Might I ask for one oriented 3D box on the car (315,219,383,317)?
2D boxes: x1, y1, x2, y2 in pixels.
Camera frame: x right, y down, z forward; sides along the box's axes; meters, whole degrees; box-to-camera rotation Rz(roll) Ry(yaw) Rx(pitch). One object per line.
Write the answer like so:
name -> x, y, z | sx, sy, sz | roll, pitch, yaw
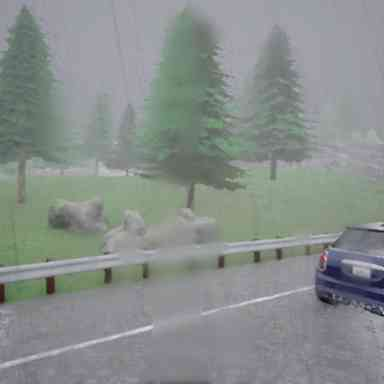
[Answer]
car -> 4.640, 1.383, 6.835 | 4.553, 1.767, 2.097 | 0, 0, -34
